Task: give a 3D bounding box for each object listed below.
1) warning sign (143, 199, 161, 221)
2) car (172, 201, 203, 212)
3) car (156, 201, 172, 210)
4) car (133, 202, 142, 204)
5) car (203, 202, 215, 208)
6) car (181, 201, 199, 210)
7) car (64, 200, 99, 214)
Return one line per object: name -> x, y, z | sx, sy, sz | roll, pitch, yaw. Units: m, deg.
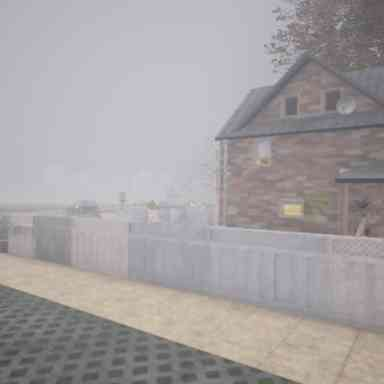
warning sign -> -3.657, 1.647, 30.388 | 1.300, 1.860, 1.060 | 3, 1, 20
car -> -0.588, 2.233, 47.287 | 2.128, 1.511, 4.902 | 1, -1, 20
car -> -3.502, 2.037, 48.776 | 2.097, 1.767, 4.553 | 1, -1, 20
car -> -8.078, 1.882, 55.520 | 1.895, 1.301, 4.718 | 1, -1, 19
car -> 2.767, 2.410, 57.139 | 1.837, 1.490, 4.892 | 1, -1, 19
car -> -0.312, 2.367, 58.180 | 1.812, 1.442, 4.674 | 1, -1, 19
car -> -13.424, 1.731, 40.734 | 2.097, 1.767, 4.553 | 1, -1, 20
